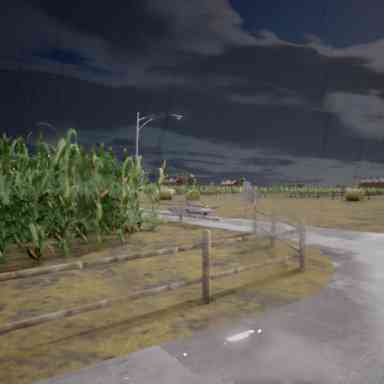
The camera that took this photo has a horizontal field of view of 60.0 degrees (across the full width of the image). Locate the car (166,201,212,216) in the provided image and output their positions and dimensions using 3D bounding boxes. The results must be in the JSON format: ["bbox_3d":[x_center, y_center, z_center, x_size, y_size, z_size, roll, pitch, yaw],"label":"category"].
[{"bbox_3d":[-0.397,1.419,29.510,1.895,1.301,4.718,2,-1,-35],"label":"car"}]
